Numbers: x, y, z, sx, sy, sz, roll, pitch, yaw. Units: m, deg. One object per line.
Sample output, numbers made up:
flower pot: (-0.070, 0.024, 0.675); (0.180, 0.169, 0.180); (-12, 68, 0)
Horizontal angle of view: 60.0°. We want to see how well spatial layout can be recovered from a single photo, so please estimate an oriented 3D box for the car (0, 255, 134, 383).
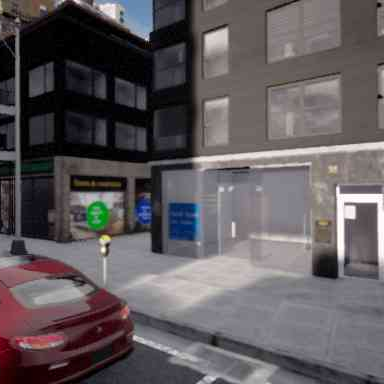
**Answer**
car: (-2.654, 1.579, 4.749); (4.206, 1.307, 1.802); (0, -1, 36)
